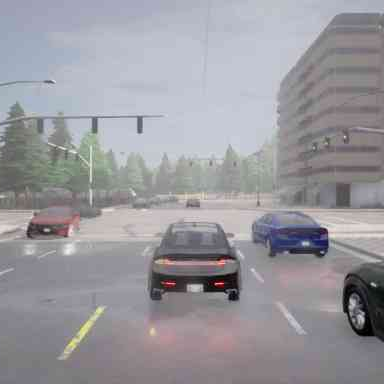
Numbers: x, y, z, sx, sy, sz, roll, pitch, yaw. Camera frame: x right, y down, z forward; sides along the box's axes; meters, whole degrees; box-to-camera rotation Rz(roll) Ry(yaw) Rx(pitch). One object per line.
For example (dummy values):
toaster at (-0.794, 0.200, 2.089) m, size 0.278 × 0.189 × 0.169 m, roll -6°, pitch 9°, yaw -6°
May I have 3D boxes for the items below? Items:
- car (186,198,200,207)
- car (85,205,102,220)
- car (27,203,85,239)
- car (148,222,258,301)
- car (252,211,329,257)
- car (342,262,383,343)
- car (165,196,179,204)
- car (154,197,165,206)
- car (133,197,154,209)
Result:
car at (0.193, 1.564, 50.591) m, size 1.994 × 1.385 × 4.181 m, roll 0°, pitch 0°, yaw 2°
car at (-9.824, 1.594, 28.194) m, size 4.181 × 1.385 × 1.994 m, roll -1°, pitch 0°, yaw 0°
car at (-7.114, 1.477, 17.675) m, size 1.882 × 1.535 × 5.008 m, roll 2°, pitch 0°, yaw -11°
car at (0.068, 1.492, 8.325) m, size 2.128 × 1.511 × 4.902 m, roll 0°, pitch 0°, yaw 0°
car at (3.588, 1.478, 12.970) m, size 1.882 × 1.535 × 5.008 m, roll 0°, pitch 0°, yaw 0°
car at (3.601, 1.352, 3.818) m, size 2.097 × 1.767 × 4.553 m, roll 0°, pitch 0°, yaw 0°
car at (-4.211, 1.505, 66.276) m, size 1.837 × 1.490 × 4.892 m, roll 0°, pitch 0°, yaw 20°
car at (-6.356, 1.525, 56.307) m, size 1.812 × 1.442 × 4.674 m, roll 0°, pitch 0°, yaw 8°
car at (-6.975, 1.526, 46.403) m, size 1.812 × 1.442 × 4.674 m, roll 0°, pitch 0°, yaw 2°
